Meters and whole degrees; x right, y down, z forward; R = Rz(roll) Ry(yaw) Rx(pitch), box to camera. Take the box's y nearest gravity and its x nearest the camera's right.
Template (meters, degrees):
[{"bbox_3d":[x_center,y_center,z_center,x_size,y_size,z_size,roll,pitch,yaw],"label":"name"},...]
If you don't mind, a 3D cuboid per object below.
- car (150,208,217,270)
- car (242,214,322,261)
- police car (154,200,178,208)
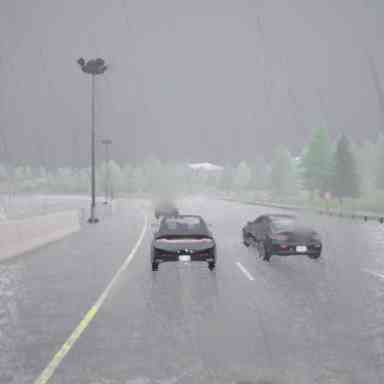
[{"bbox_3d":[-0.332,1.488,10.986,2.128,1.511,4.902,0,0,-3],"label":"car"},{"bbox_3d":[3.105,1.515,12.165,1.812,1.442,4.674,0,0,-4],"label":"car"},{"bbox_3d":[-2.368,1.499,30.123,2.038,1.542,4.974,0,0,-9],"label":"police car"}]
